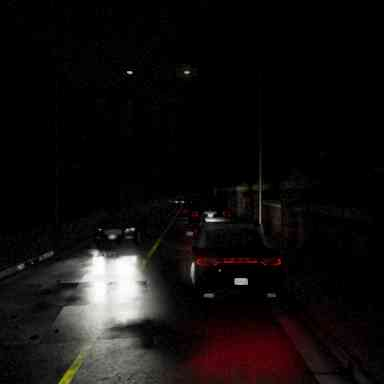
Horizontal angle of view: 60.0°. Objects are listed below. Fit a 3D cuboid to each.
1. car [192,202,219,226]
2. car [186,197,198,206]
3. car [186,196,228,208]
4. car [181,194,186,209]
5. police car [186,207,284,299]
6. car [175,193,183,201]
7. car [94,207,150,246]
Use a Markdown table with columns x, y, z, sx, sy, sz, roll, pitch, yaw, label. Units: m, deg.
| x | y | z | sx | sy | sz | roll | pitch | yaw | label |
| --- | --- | --- | --- | --- | --- | --- | --- | --- | --- |
| 0.884 | 1.533 | 24.534 | 1.812 | 1.442 | 4.674 | 0 | 0 | 0 | car |
| -0.039 | 1.608 | 58.539 | 1.994 | 1.385 | 4.181 | 0 | 0 | 0 | car |
| 0.888 | 1.229 | 18.563 | 2.150 | 2.045 | 5.566 | 0 | 0 | 0 | car |
| -0.013 | 1.378 | 45.283 | 2.097 | 1.767 | 4.553 | 0 | 0 | 0 | car |
| 0.894 | 1.427 | 8.644 | 1.930 | 1.638 | 5.238 | 0 | 0 | 0 | police car |
| -3.054 | 1.297 | 84.117 | 2.150 | 2.045 | 5.566 | 0 | 0 | 0 | car |
| -3.109 | 1.495 | 15.473 | 2.128 | 1.511 | 4.902 | 0 | 0 | 0 | car |
